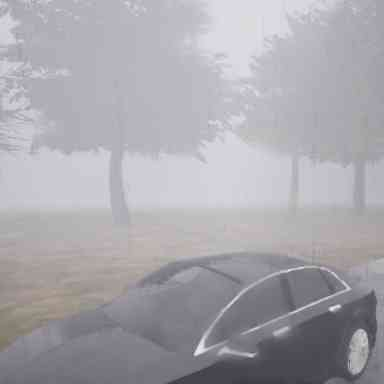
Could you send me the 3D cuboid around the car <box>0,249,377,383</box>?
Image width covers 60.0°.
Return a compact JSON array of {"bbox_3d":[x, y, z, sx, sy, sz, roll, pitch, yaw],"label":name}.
[{"bbox_3d":[0.360,1.526,3.866,4.892,1.490,1.837,0,0,-38],"label":"car"}]
